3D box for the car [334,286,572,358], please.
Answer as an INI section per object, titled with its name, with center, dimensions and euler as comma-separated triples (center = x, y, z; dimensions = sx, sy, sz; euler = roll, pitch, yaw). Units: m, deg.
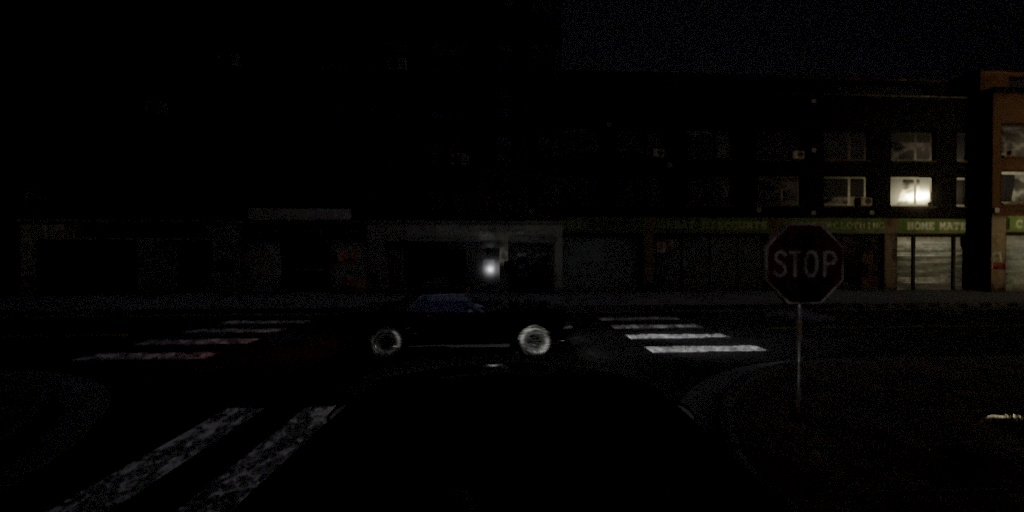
[car]
center = -1.123, 1.329, 7.874
dimensions = 4.718, 1.301, 1.895
euler = 0, 0, -2
